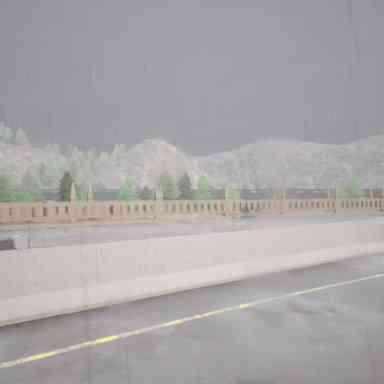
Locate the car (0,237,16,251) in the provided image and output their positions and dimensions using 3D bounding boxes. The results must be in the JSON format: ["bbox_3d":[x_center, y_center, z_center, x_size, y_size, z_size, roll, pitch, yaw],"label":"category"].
[{"bbox_3d":[-6.920,1.547,7.583,5.357,1.411,2.033,0,0,-35],"label":"car"}]
